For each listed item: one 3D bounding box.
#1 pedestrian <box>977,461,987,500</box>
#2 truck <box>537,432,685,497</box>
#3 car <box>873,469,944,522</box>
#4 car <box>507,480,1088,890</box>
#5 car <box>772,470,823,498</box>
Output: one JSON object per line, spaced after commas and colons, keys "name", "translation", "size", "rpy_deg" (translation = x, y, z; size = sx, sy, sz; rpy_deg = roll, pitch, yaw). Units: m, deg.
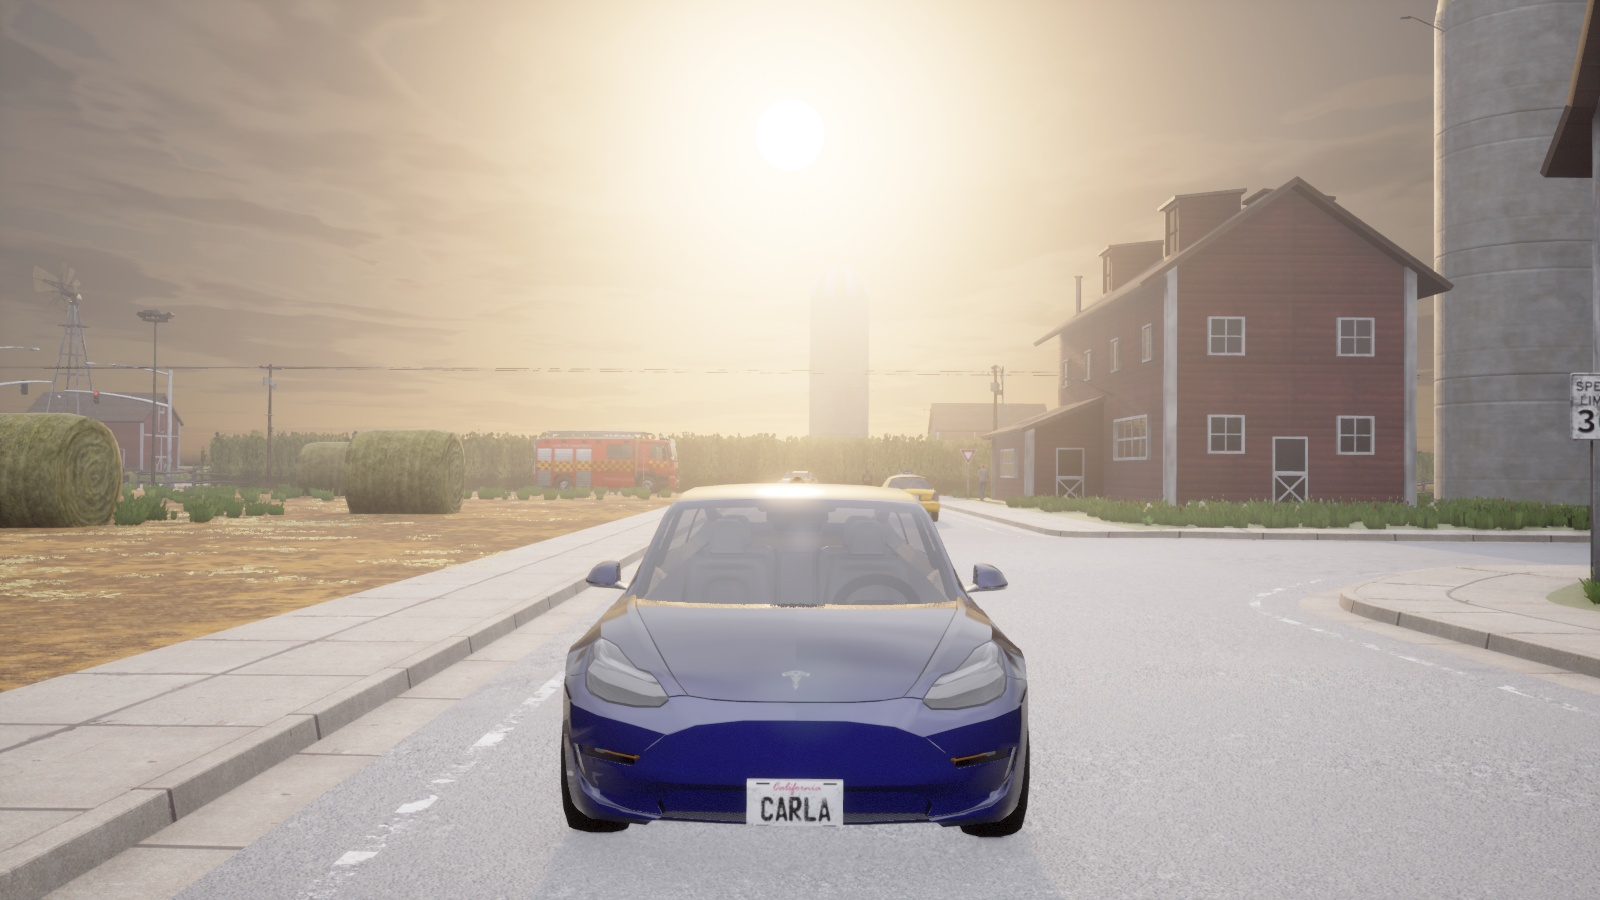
{"name": "pedestrian", "translation": [8.685, 1.440, 59.849], "size": [0.354, 1.836, 0.706], "rpy_deg": [0, -1, -3]}
{"name": "truck", "translation": [-11.359, 0.889, 76.039], "size": [8.468, 3.827, 2.891], "rpy_deg": [0, -1, 1]}
{"name": "car", "translation": [3.406, 1.402, 40.314], "size": [1.801, 1.575, 5.366], "rpy_deg": [0, -1, 0]}
{"name": "car", "translation": [-0.012, 0.931, 7.078], "size": [2.163, 1.488, 4.792], "rpy_deg": [0, -1, 0]}
{"name": "car", "translation": [-0.098, 1.902, 70.332], "size": [2.128, 1.511, 4.902], "rpy_deg": [0, -1, 9]}
